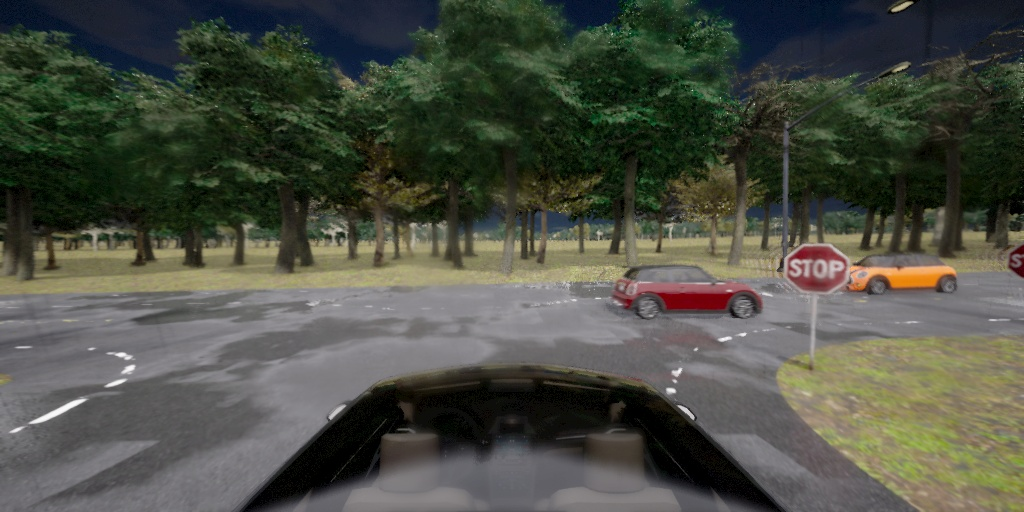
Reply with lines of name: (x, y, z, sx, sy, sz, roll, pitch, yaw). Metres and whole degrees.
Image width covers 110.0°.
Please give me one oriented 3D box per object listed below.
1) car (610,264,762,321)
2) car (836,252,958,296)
car: (5.795, 1.078, 12.138, 4.553, 1.767, 2.097, 0, 2, -2)
car: (16.674, 0.725, 15.990, 4.553, 1.767, 2.097, -1, 2, -1)
